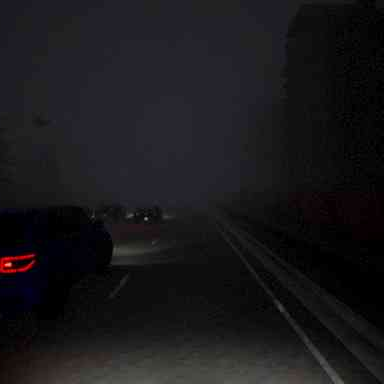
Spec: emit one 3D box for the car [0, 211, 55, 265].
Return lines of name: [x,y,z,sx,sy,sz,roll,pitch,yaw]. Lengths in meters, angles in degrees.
car: [-6.920,1.560,12.107,1.837,1.490,4.892,0,0,0]

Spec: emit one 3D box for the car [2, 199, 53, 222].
car: [-13.916,1.481,28.468,2.097,1.767,4.553,0,0,0]

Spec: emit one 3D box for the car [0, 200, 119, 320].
car: [-3.441,1.258,7.559,2.150,2.045,5.566,0,0,0]

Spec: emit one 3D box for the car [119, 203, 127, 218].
car: [-6.914,1.621,28.715,2.128,1.511,4.902,0,0,0]

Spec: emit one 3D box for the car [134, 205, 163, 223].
car: [-3.418,1.723,27.067,1.895,1.301,4.718,0,0,0]

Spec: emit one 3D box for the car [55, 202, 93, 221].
car: [-10.417,1.660,29.735,1.812,1.442,4.674,0,0,0]
